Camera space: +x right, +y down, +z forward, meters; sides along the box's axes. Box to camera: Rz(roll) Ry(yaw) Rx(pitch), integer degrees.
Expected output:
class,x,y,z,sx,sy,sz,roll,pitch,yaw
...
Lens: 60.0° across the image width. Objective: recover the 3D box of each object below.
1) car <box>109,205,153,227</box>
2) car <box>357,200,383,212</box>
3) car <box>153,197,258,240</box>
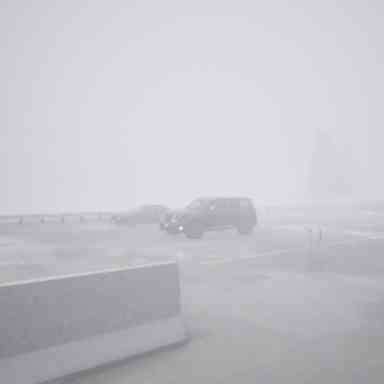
class,x,y,z,sx,sy,sz,roll,pitch,yaw
car,-3.013,1.595,23.280,5.357,1.411,2.033,0,0,-35
car,22.959,1.739,41.828,5.357,1.411,2.033,0,0,-35
car,1.036,1.272,17.569,5.566,2.045,2.150,1,0,-35
